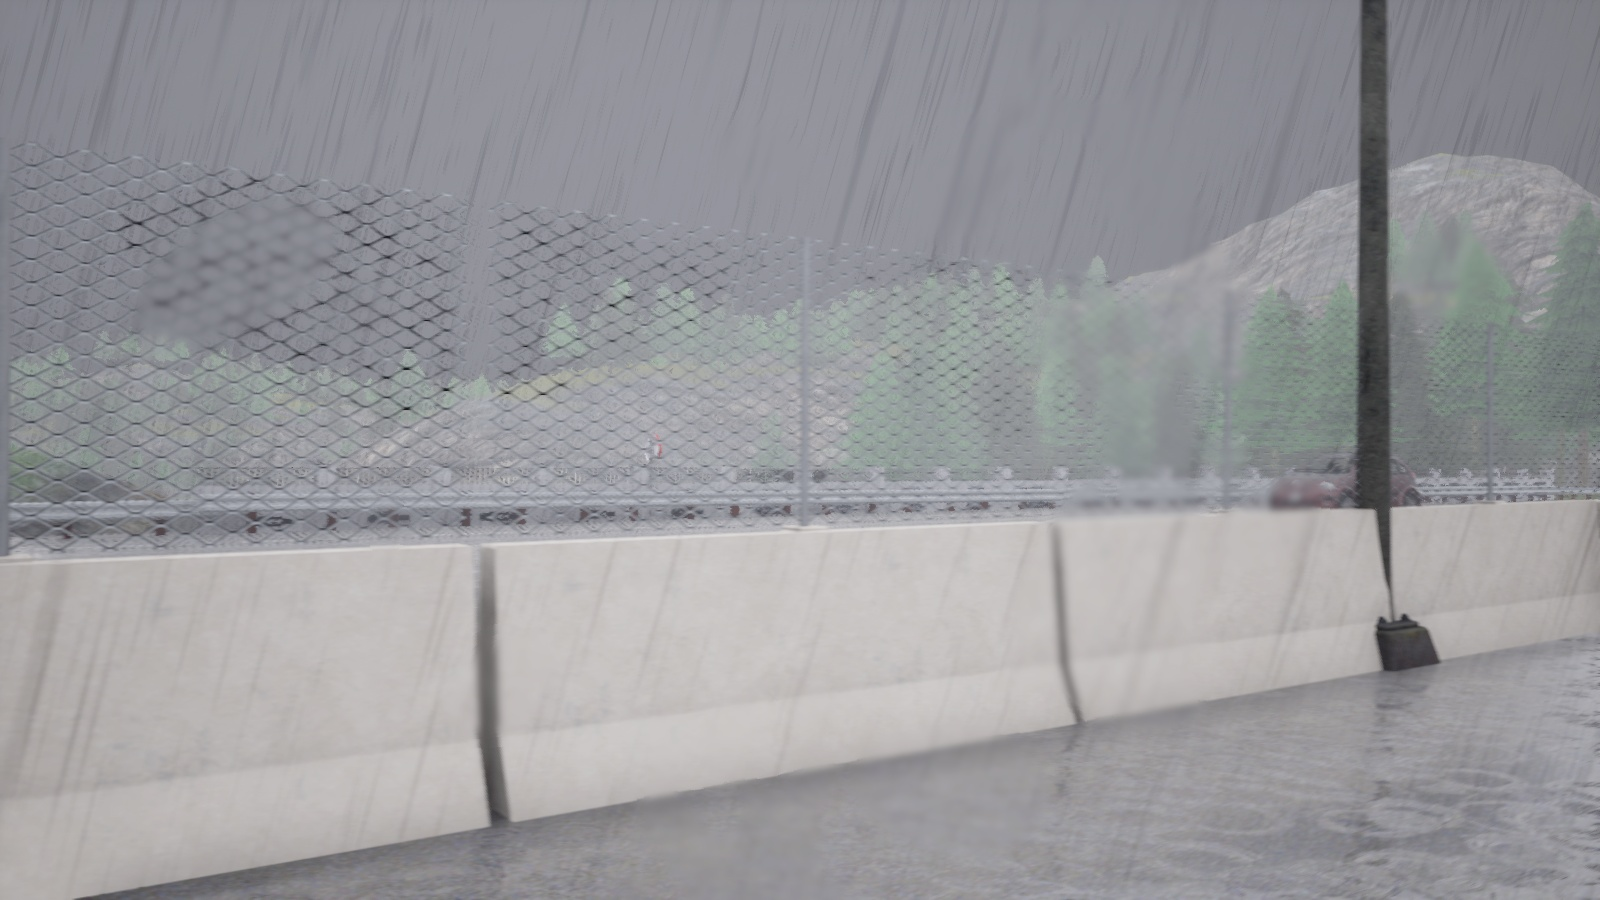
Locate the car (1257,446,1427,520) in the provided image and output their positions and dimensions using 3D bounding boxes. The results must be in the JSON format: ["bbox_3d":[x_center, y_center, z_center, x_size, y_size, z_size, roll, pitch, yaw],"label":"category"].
[{"bbox_3d":[12.808,0.745,29.631,3.988,1.617,1.851,0,0,-35],"label":"car"}]
